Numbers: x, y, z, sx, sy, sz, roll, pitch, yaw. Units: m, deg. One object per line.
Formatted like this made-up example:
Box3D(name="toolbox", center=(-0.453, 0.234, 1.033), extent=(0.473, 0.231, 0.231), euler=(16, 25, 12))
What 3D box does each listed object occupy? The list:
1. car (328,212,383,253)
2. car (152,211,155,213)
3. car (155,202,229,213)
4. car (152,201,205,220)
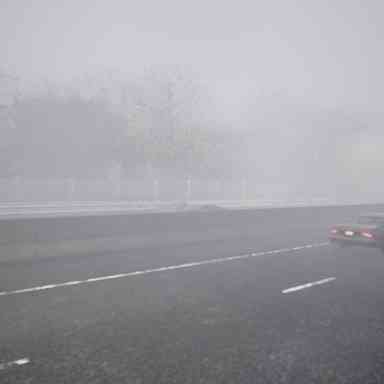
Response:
Box3D(name="car", center=(7.789, 1.551, 13.598), extent=(5.357, 1.411, 2.033), euler=(0, 0, -36))
Box3D(name="car", center=(-1.016, 1.570, 24.705), extent=(4.181, 1.385, 1.994), euler=(0, 0, -35))
Box3D(name="car", center=(0.411, 1.512, 21.429), extent=(4.892, 1.490, 1.837), euler=(1, 0, -35))
Box3D(name="car", center=(-1.138, 1.571, 28.890), extent=(4.181, 1.385, 1.994), euler=(0, 0, -35))
